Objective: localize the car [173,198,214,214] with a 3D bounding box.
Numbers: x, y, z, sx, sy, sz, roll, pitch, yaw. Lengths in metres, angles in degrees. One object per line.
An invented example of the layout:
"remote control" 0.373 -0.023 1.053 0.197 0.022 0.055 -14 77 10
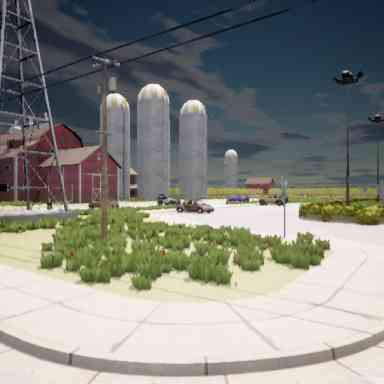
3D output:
"car" 0.317 1.490 34.716 3.905 1.438 1.784 0 0 35

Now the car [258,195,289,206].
"car" 13.005 1.282 53.273 4.605 1.855 1.932 0 0 35

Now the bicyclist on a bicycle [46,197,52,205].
"bicyclist on a bicycle" -13.807 1.275 32.224 0.582 1.620 1.656 0 0 -21

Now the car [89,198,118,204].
"car" -10.926 1.476 41.083 4.193 1.474 1.816 0 0 35

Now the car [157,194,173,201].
"car" -3.694 1.285 52.476 3.866 1.878 1.905 0 0 35

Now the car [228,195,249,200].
"car" 10.127 1.455 72.348 4.611 1.667 2.242 0 0 35
